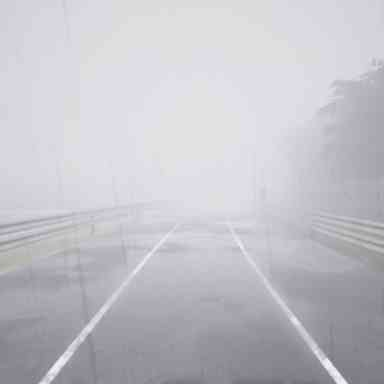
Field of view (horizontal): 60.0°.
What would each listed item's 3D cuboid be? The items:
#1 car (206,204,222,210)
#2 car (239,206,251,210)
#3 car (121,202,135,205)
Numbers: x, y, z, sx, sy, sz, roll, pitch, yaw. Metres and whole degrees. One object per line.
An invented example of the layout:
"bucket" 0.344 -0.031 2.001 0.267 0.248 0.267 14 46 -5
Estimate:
"car" 5.045 3.527 76.386 1.837 1.490 4.892 -2 -4 38
"car" 14.483 4.455 90.051 1.895 1.301 4.718 -2 -4 30
"car" -10.928 2.521 60.458 5.008 1.535 1.882 3 -4 -39
